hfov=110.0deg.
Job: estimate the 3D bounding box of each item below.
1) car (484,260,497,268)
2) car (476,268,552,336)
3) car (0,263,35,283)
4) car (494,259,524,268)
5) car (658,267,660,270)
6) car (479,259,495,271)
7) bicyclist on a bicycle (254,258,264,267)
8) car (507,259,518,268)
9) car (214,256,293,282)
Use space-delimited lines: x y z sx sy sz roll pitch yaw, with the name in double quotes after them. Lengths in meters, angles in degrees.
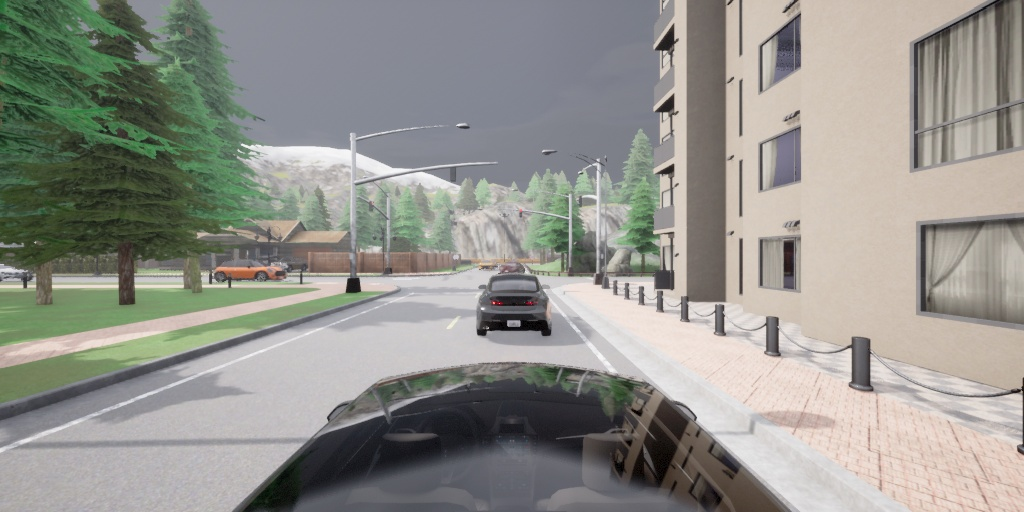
-3.550 1.351 60.392 1.895 1.301 4.718 0 0 0 "car"
0.062 1.255 10.382 1.837 1.490 4.892 0 0 0 "car"
-39.238 1.261 27.050 4.674 1.442 1.812 0 0 -1 "car"
0.014 1.278 35.440 1.812 1.442 4.674 1 0 13 "car"
16.028 0.987 32.081 5.566 2.045 2.150 0 0 -1 "car"
-3.563 1.227 50.248 1.882 1.535 5.008 0 0 0 "car"
-24.546 1.016 34.882 0.582 1.620 1.656 0 0 -1 "bicyclist on a bicycle"
0.118 1.275 61.596 1.812 1.442 4.674 0 0 0 "car"
-19.940 1.091 27.487 4.553 1.767 2.097 0 0 -1 "car"
